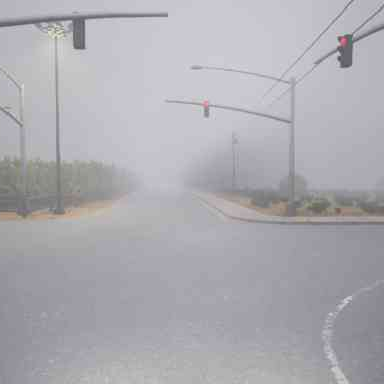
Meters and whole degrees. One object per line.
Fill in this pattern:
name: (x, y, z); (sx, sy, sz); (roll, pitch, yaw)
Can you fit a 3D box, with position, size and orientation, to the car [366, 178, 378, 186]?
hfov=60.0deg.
car: (42.120, -2.271, 77.572); (1.905, 1.878, 3.866); (10, 10, 41)
